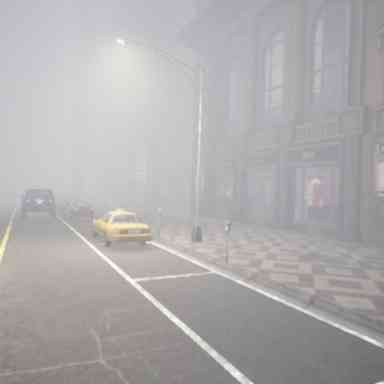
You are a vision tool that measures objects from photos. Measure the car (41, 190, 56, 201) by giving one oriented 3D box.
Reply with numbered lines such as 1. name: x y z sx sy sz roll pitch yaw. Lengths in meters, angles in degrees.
1. car: -23.401 0.540 54.222 1.967 1.590 4.097 2 0 -27

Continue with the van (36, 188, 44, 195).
1. van: -38.640 -0.118 84.287 1.690 1.788 3.998 2 0 -27

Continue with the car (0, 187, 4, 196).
1. car: -38.617 0.122 65.384 1.887 1.381 4.507 2 0 -27

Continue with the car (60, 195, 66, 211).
1. car: -10.704 1.153 29.168 1.802 1.307 4.206 2 0 -27

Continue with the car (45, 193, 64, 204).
1. car: -18.325 0.853 44.201 1.947 1.339 4.313 2 0 -27

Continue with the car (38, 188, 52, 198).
1. car: -28.478 0.228 64.244 2.192 1.841 5.009 2 0 -27

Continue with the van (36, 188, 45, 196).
1. van: -36.100 -0.026 79.277 1.690 1.788 3.998 2 0 -27

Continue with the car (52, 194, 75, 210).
1. car: -13.320 0.998 34.331 1.752 1.417 4.829 2 0 -27

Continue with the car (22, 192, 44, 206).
1. car: -18.905 0.769 39.436 2.128 1.511 4.902 2 0 -27

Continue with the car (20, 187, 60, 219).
1. car: -11.302 0.776 24.466 2.150 2.045 5.566 2 -1 -27

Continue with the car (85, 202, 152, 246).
1. car: -3.159 1.383 14.287 1.752 1.417 4.829 2 0 -27

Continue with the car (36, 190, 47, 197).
1. car: -33.566 0.277 74.266 2.008 1.369 4.403 2 0 -27

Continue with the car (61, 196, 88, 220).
1. car: -8.164 1.249 24.158 1.802 1.307 4.206 2 0 -27

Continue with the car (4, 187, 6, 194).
1. car: -41.158 0.050 70.395 1.947 1.339 4.313 2 0 -27

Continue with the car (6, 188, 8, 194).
1. car: -46.238 -0.119 80.415 1.802 1.307 4.206 2 0 -27

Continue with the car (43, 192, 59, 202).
1. car: -20.864 0.738 49.212 1.887 1.381 4.507 2 0 -27
